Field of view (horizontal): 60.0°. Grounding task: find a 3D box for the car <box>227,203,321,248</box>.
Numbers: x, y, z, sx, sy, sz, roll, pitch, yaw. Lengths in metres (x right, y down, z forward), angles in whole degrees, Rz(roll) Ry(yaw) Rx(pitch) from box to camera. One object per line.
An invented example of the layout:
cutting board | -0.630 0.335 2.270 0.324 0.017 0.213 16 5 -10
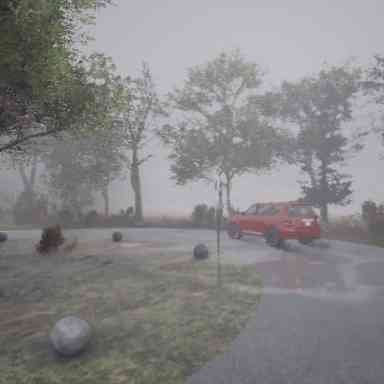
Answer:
car | 3.966 1.561 17.042 2.150 2.045 5.566 1 -2 -25
